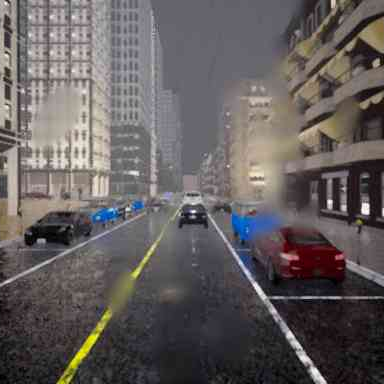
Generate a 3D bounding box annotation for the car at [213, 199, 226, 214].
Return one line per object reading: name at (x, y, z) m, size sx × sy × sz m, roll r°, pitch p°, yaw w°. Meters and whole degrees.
car at (2.680, 1.341, 31.699) m, size 2.008 × 1.369 × 4.403 m, roll 0°, pitch 0°, yaw 0°

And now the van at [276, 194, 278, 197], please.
van at (16.912, 1.321, 59.382) m, size 3.998 × 1.788 × 1.690 m, roll 1°, pitch -1°, yaw 0°

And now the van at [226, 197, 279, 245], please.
van at (2.685, 1.241, 14.752) m, size 1.690 × 1.788 × 3.998 m, roll 0°, pitch 0°, yaw 0°

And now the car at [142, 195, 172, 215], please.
car at (-3.102, 1.284, 31.374) m, size 2.128 × 1.511 × 4.902 m, roll 0°, pitch 0°, yaw 0°

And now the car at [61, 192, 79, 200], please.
car at (-21.149, 0.686, 59.417) m, size 4.097 × 1.590 × 1.967 m, roll 1°, pitch -1°, yaw 0°

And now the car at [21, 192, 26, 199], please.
car at (-32.295, 0.347, 59.389) m, size 5.009 × 1.841 × 2.192 m, roll 1°, pitch -1°, yaw 0°

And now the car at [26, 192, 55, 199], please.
car at (-26.726, 0.721, 59.400) m, size 4.206 × 1.307 × 1.802 m, roll 1°, pitch -1°, yaw 0°

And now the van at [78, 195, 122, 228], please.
van at (-5.698, 1.204, 20.398) m, size 1.690 × 1.788 × 3.998 m, roll 0°, pitch 0°, yaw 0°

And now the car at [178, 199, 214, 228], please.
car at (0.086, 1.407, 20.946) m, size 2.033 × 1.411 × 5.357 m, roll 0°, pitch 0°, yaw 0°

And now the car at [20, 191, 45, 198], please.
car at (-32.383, 0.548, 67.765) m, size 4.206 × 1.307 × 1.802 m, roll 1°, pitch -1°, yaw 0°

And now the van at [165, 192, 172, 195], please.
van at (-5.715, 0.830, 81.115) m, size 1.690 × 1.788 × 3.998 m, roll 0°, pitch 0°, yaw 0°

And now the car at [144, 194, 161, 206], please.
car at (-5.706, 1.124, 48.642) m, size 1.967 × 1.590 × 4.097 m, roll 0°, pitch 0°, yaw 0°

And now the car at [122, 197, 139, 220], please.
car at (-5.699, 1.377, 26.048) m, size 2.008 × 1.369 × 4.403 m, roll 0°, pitch 0°, yaw 0°

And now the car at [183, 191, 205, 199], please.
car at (0.092, 0.961, 39.238) m, size 2.150 × 2.045 × 5.566 m, roll 0°, pitch 0°, yaw 1°

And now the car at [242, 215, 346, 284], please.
car at (2.687, 1.520, 9.105) m, size 1.802 × 1.307 × 4.206 m, roll 0°, pitch 0°, yaw 0°

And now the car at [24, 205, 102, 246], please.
car at (-5.695, 1.466, 14.751) m, size 1.947 × 1.339 × 4.313 m, roll 0°, pitch 0°, yaw 0°

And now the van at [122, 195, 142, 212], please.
van at (-5.700, 1.131, 31.695) m, size 1.690 × 1.788 × 3.998 m, roll 0°, pitch 0°, yaw 0°
